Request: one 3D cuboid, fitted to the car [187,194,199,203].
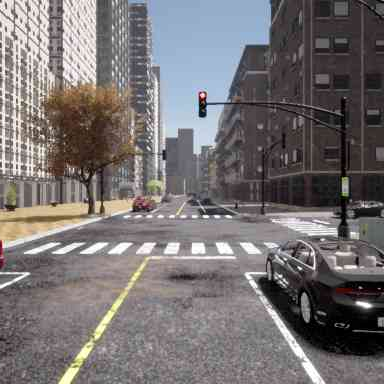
[{"bbox_3d":[-0.020,1.656,68.907,1.895,1.301,4.718,0,0,0],"label":"car"}]

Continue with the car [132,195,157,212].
[{"bbox_3d":[-5.702,1.336,39.138,2.192,1.841,5.009,0,0,0],"label":"car"}]

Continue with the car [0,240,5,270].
[{"bbox_3d":[-5.692,1.545,6.750,1.887,1.381,4.507,0,0,0],"label":"car"}]

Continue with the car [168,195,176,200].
[{"bbox_3d":[-5.718,1.654,94.367,2.008,1.369,4.403,0,0,0],"label":"car"}]

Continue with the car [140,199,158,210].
[{"bbox_3d":[-5.704,1.592,44.661,1.947,1.339,4.313,0,0,0],"label":"car"}]

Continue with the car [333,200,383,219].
[{"bbox_3d":[13.419,1.350,26.161,4.403,1.369,2.008,-1,1,-1],"label":"car"}]

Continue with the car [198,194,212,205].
[{"bbox_3d":[2.673,1.610,61.231,1.947,1.339,4.313,0,0,0],"label":"car"}]

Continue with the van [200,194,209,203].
[{"bbox_3d":[2.669,1.402,72.278,1.690,1.788,3.998,0,0,0],"label":"van"}]

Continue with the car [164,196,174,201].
[{"bbox_3d":[-5.715,1.632,83.321,2.008,1.369,4.403,0,0,0],"label":"car"}]

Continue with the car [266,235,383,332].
[{"bbox_3d":[2.688,1.551,6.752,2.008,1.369,4.403,0,0,0],"label":"car"}]

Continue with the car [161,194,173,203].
[{"bbox_3d":[-5.712,1.627,72.276,1.947,1.339,4.313,0,0,0],"label":"car"}]

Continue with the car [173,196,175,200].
[{"bbox_3d":[-5.713,1.385,77.798,2.192,1.841,5.009,0,0,0],"label":"car"}]
